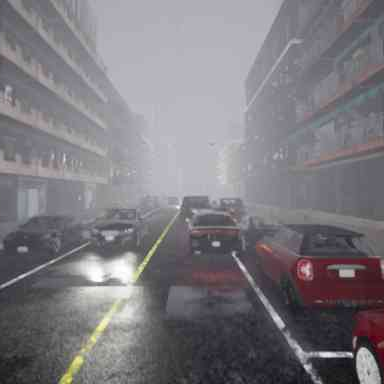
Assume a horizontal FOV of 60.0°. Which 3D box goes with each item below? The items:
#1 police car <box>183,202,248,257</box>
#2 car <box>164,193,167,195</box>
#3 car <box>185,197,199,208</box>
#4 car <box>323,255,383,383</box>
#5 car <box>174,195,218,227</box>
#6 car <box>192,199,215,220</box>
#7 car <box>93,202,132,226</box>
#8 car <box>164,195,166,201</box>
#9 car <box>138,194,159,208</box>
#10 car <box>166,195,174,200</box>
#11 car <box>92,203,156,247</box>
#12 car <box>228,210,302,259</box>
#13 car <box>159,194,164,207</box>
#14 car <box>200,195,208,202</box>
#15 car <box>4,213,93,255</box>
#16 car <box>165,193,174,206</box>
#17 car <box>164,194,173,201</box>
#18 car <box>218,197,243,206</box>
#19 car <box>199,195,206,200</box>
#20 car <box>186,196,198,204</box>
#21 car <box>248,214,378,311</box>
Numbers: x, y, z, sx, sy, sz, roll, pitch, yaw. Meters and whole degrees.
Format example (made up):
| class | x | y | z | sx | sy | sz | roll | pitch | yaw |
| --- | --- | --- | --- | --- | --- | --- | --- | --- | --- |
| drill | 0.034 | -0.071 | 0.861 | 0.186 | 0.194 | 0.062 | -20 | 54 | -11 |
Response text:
| class | x | y | z | sx | sy | sz | roll | pitch | yaw |
| --- | --- | --- | --- | --- | --- | --- | --- | --- | --- |
| police car | 0.762 | 1.414 | 12.964 | 1.930 | 1.638 | 5.238 | 0 | 0 | 0 |
| car | -5.690 | 1.243 | 75.356 | 2.192 | 1.841 | 5.009 | 0 | 0 | 0 |
| car | 0.000 | 1.505 | 48.662 | 2.033 | 1.411 | 5.357 | 0 | 0 | 0 |
| car | 2.691 | 1.543 | 2.079 | 1.887 | 1.381 | 4.507 | 0 | 0 | 0 |
| car | 0.432 | 1.196 | 22.934 | 2.150 | 2.045 | 5.566 | -1 | 1 | 6 |
| car | 0.899 | 1.432 | 29.039 | 1.801 | 1.575 | 5.366 | 0 | 0 | 0 |
| car | -5.690 | 1.507 | 24.457 | 1.752 | 1.417 | 4.829 | 0 | 0 | 0 |
| car | -5.691 | 1.535 | 52.811 | 1.802 | 1.307 | 4.206 | 0 | 0 | 0 |
| car | -5.691 | 1.405 | 41.538 | 1.967 | 1.590 | 4.097 | 0 | 0 | 0 |
| car | -5.691 | 1.459 | 86.629 | 1.887 | 1.381 | 4.507 | 0 | 0 | 0 |
| car | -3.101 | 1.481 | 14.995 | 2.128 | 1.511 | 4.902 | 0 | 0 | 0 |
| car | 2.691 | 1.541 | 13.351 | 2.008 | 1.369 | 4.403 | 0 | 0 | 0 |
| car | -5.690 | 1.274 | 47.174 | 2.192 | 1.841 | 5.009 | 0 | 0 | 0 |
| car | 2.689 | 1.453 | 75.522 | 1.752 | 1.417 | 4.829 | 0 | 0 | 0 |
| car | -5.690 | 1.557 | 13.354 | 1.947 | 1.339 | 4.313 | 0 | 0 | 0 |
| car | -3.066 | 1.428 | 55.320 | 1.882 | 1.535 | 5.008 | 0 | 0 | 0 |
| car | -5.691 | 1.361 | 80.991 | 1.967 | 1.590 | 4.097 | 0 | 0 | 0 |
| car | 2.692 | 1.296 | 24.624 | 2.192 | 1.841 | 5.009 | 0 | 0 | 0 |
| car | 2.689 | 1.459 | 86.625 | 1.887 | 1.381 | 4.507 | 0 | 0 | 0 |
| car | -0.003 | 1.489 | 63.400 | 2.033 | 1.411 | 5.357 | 0 | 0 | 0 |
| car | 2.691 | 1.435 | 7.716 | 1.967 | 1.590 | 4.097 | 0 | 0 | 0 |
